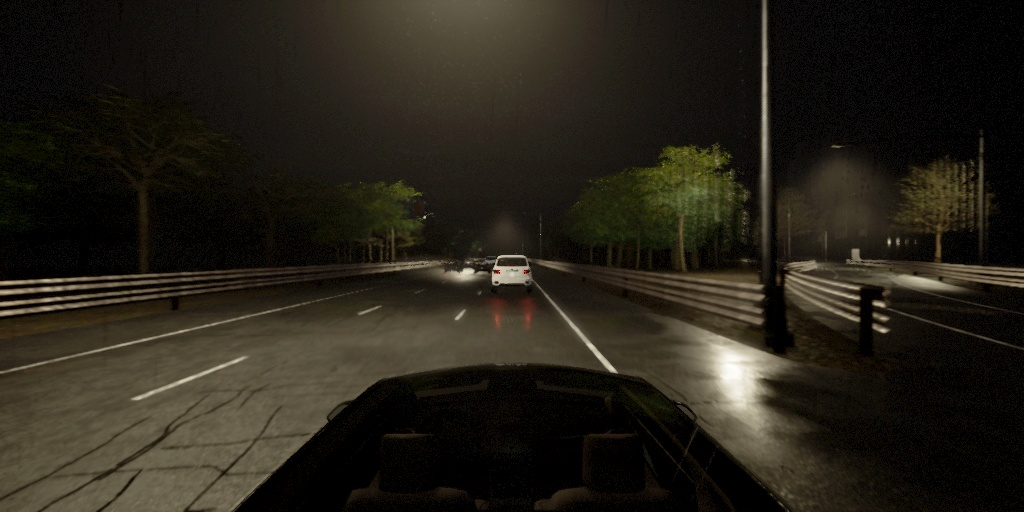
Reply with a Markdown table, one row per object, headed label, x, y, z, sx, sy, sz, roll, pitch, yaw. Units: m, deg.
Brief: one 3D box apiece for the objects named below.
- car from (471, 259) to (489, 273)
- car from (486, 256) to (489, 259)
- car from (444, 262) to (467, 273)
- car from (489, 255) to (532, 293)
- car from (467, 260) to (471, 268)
| label | x | y | z | sx | sy | sz | roll | pitch | yaw |
| --- | --- | --- | --- | --- | --- | --- | --- | --- | --- |
| car | -3.489 | 1.389 | 43.751 | 1.994 | 1.385 | 4.181 | 0 | 0 | 0 |
| car | -3.444 | 1.075 | 60.366 | 2.150 | 2.045 | 5.566 | 0 | 0 | 0 |
| car | -6.990 | 1.426 | 43.684 | 1.895 | 1.301 | 4.718 | 0 | 0 | 0 |
| car | 0.001 | 0.990 | 21.252 | 2.150 | 2.045 | 5.566 | 0 | 0 | 0 |
| car | -6.949 | 1.405 | 59.948 | 2.033 | 1.411 | 5.357 | 0 | 0 | 1 |
